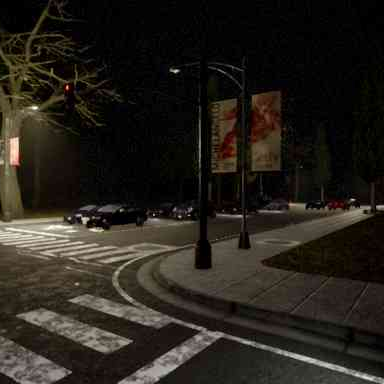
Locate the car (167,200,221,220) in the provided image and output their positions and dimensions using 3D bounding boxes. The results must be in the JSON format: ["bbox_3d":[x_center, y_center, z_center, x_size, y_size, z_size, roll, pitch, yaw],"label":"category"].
[{"bbox_3d":[0.275,1.470,29.237,2.097,1.767,4.553,0,0,35],"label":"car"}]

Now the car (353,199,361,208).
[{"bbox_3d":[26.438,1.889,54.763,2.128,1.511,4.902,0,-1,35],"label":"car"}]

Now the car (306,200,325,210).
[{"bbox_3d":[17.858,1.821,48.217,1.812,1.442,4.674,0,0,35],"label":"car"}]

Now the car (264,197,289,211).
[{"bbox_3d":[11.883,1.769,45.652,1.812,1.442,4.674,0,0,36],"label":"car"}]

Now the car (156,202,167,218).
[{"bbox_3d":[-1.855,1.663,31.847,2.033,1.411,5.357,0,0,35],"label":"car"}]

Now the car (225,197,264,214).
[{"bbox_3d":[5.931,1.677,37.263,1.837,1.490,4.892,0,0,35],"label":"car"}]

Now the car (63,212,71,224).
[{"bbox_3d":[-7.187,1.634,24.303,1.994,1.385,4.181,0,0,36],"label":"car"}]

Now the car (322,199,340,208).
[{"bbox_3d":[23.550,1.913,56.318,1.812,1.442,4.674,0,-1,35],"label":"car"}]

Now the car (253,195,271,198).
[{"bbox_3d":[9.961,1.468,48.558,2.150,2.045,5.566,0,0,38],"label":"car"}]

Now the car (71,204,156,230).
[{"bbox_3d":[-4.977,1.564,21.782,2.128,1.511,4.902,0,0,35],"label":"car"}]

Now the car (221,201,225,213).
[{"bbox_3d":[3.875,1.773,39.995,1.895,1.301,4.718,0,0,35],"label":"car"}]

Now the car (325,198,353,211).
[{"bbox_3d":[20.677,1.656,46.581,2.097,1.767,4.553,0,0,35],"label":"car"}]
